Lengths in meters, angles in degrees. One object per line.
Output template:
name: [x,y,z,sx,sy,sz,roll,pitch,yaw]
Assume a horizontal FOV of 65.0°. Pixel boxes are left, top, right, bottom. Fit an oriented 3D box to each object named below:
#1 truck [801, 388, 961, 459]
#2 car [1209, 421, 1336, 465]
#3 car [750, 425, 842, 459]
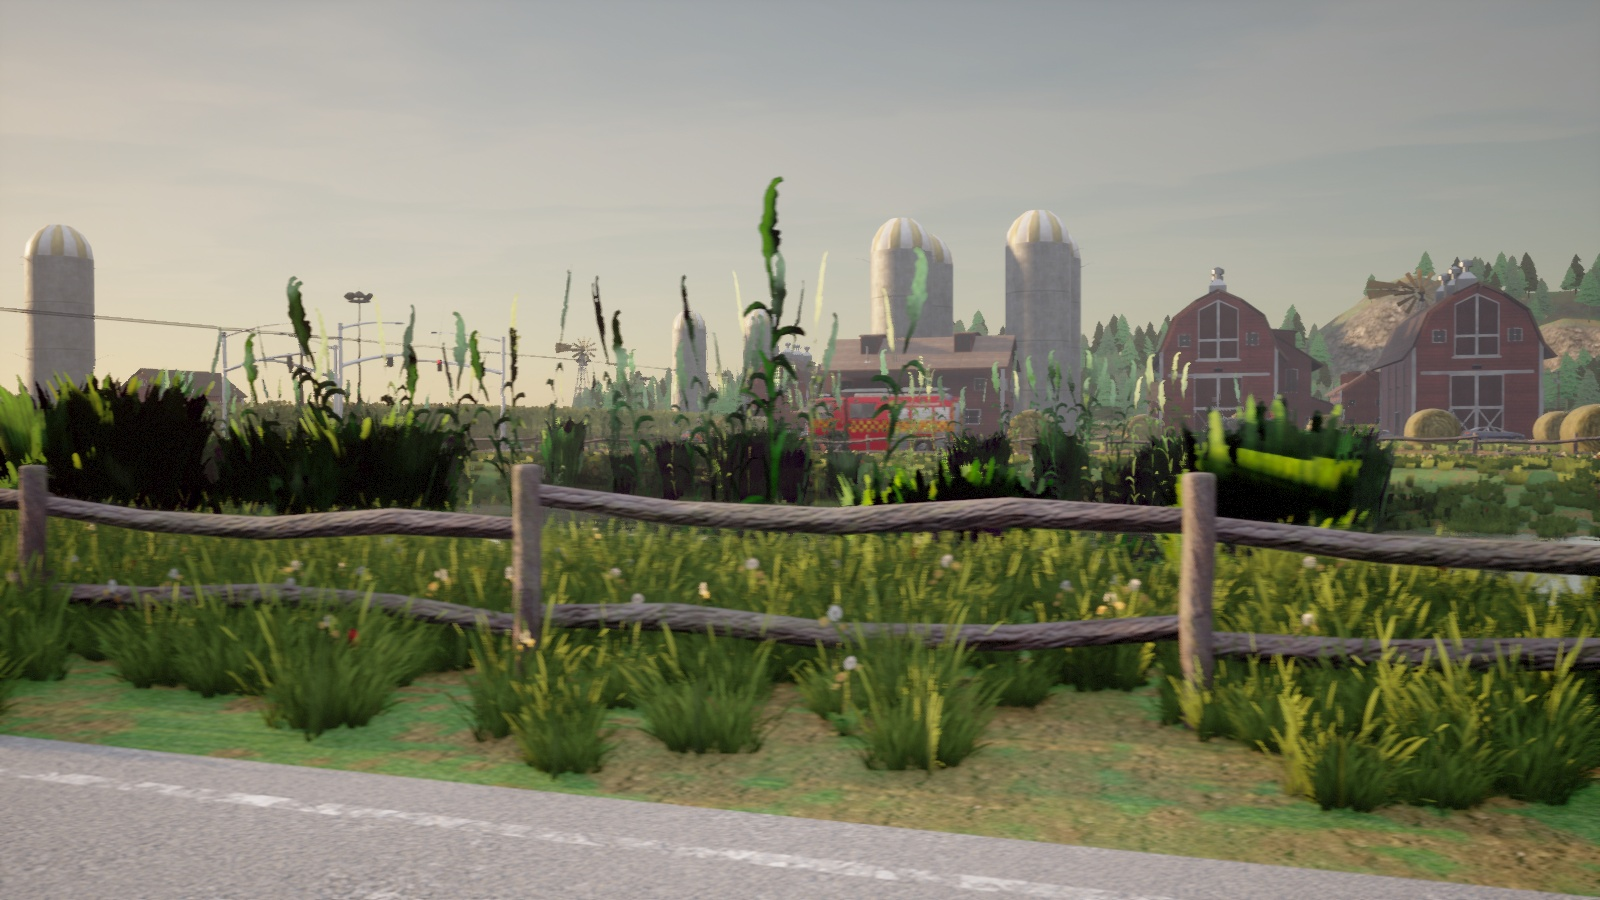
truck: [4.539,-1.484,70.663,8.468,3.827,2.891,1,1,21]
car: [22.549,-0.362,59.996,5.566,2.045,2.150,1,1,21]
car: [-0.205,-0.448,68.753,4.553,1.767,2.097,1,1,21]
